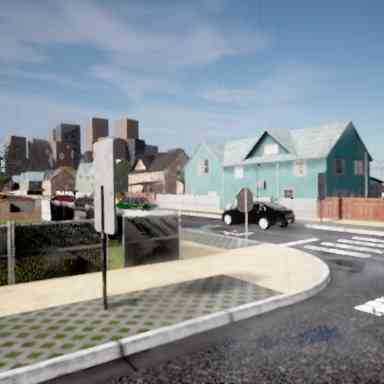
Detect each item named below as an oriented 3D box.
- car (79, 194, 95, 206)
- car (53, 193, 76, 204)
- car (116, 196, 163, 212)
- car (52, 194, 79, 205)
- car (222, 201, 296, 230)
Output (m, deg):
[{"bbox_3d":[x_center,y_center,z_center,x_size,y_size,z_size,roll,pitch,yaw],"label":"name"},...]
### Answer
[{"bbox_3d":[-13.864,1.057,43.866,2.128,1.511,4.902,-1,1,-36],"label":"car"},{"bbox_3d":[-20.014,0.978,52.171,2.128,1.511,4.902,-1,1,-36],"label":"car"},{"bbox_3d":[-4.141,1.130,25.731,2.097,1.767,4.553,-1,1,-36],"label":"car"},{"bbox_3d":[-16.500,1.092,42.663,1.882,1.535,5.008,-1,1,-36],"label":"car"},{"bbox_3d":[3.785,1.303,19.752,1.837,1.490,4.892,-1,1,-36],"label":"car"}]
